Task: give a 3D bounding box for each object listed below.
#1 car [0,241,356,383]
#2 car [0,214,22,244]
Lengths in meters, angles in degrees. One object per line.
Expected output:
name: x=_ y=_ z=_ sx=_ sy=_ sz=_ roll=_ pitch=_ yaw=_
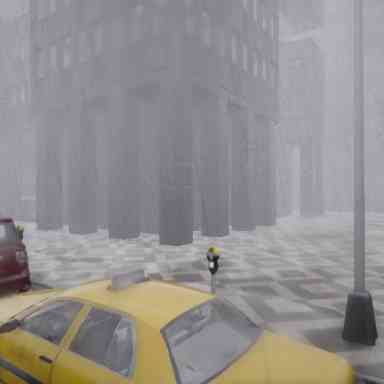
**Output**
car: x=-0.864 y=1.525 z=3.583 sx=4.829 sy=1.417 sz=1.752 roll=0 pitch=0 yaw=36
car: x=-5.285 y=1.315 z=6.739 sx=5.009 sy=1.841 sz=2.192 roll=0 pitch=0 yaw=36
